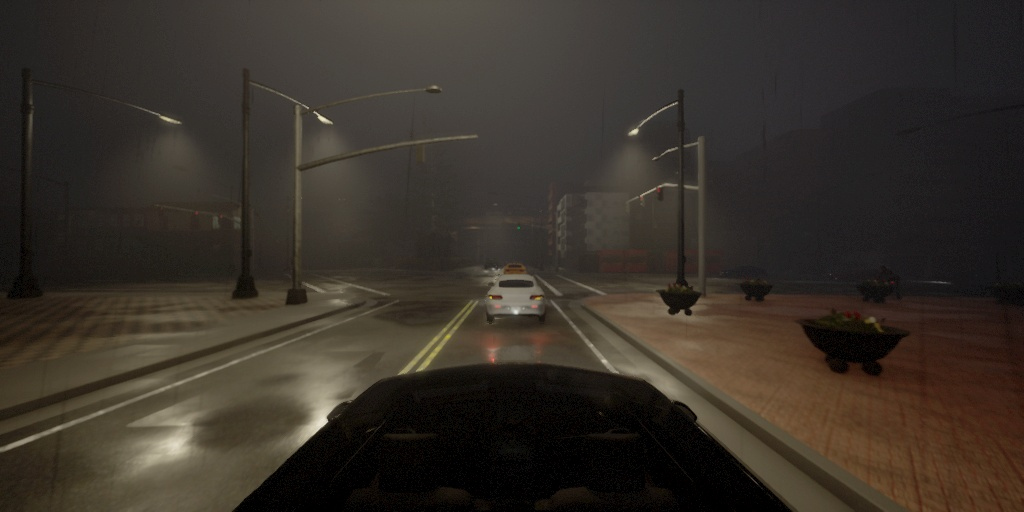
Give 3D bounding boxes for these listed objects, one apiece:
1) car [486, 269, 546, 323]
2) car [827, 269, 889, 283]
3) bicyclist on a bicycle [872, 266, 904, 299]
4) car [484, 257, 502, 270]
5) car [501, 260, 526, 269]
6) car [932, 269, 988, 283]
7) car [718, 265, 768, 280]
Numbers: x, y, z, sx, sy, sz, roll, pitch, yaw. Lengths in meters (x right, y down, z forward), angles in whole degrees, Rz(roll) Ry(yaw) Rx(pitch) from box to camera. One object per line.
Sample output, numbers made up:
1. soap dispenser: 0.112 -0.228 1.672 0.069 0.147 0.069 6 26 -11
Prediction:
1. car: 0.133 1.326 12.319 1.812 1.442 4.674 0 0 0
2. car: 33.227 1.893 34.301 4.718 1.301 1.895 1 0 0
3. bicyclist on a bicycle: 18.562 1.301 17.786 0.582 1.620 1.656 1 -1 0
4. car: -3.295 1.236 58.231 2.150 2.045 5.566 0 0 1
5. car: 0.237 1.395 32.147 1.882 1.535 5.008 0 0 0
6. car: 47.095 2.084 37.760 4.181 1.385 1.994 1 0 0
7. car: 24.321 1.699 37.782 4.674 1.442 1.812 1 0 0
